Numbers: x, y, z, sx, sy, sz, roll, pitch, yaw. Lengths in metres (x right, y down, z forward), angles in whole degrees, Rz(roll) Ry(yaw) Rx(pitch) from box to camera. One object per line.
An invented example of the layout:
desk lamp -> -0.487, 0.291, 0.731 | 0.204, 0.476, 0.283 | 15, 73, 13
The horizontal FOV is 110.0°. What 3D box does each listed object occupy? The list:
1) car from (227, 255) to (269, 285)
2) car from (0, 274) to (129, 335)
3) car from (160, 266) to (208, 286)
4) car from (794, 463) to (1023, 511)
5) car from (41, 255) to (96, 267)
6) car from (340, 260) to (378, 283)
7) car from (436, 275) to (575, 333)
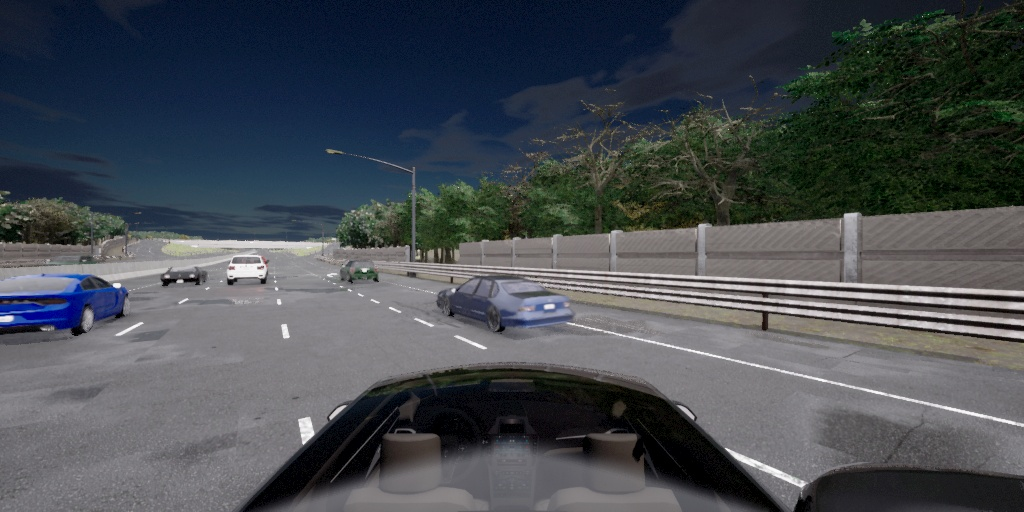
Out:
car -> -19.278, 0.957, 26.233 | 2.150, 2.045, 5.566 | 0, 0, -34
car -> -12.484, 1.224, 9.881 | 1.882, 1.535, 5.008 | 0, 0, -34
car -> -22.626, 1.335, 24.936 | 1.895, 1.301, 4.718 | 0, 0, -34
car -> 2.985, 1.315, 0.487 | 4.181, 1.385, 1.994 | 0, 0, 34
car -> -41.220, 0.939, 33.506 | 2.150, 2.045, 5.566 | 0, 0, -34
car -> -11.917, 1.090, 27.824 | 2.097, 1.767, 4.553 | 0, 0, -34
car -> -0.490, 1.296, 10.897 | 2.033, 1.411, 5.357 | 0, 0, -34
